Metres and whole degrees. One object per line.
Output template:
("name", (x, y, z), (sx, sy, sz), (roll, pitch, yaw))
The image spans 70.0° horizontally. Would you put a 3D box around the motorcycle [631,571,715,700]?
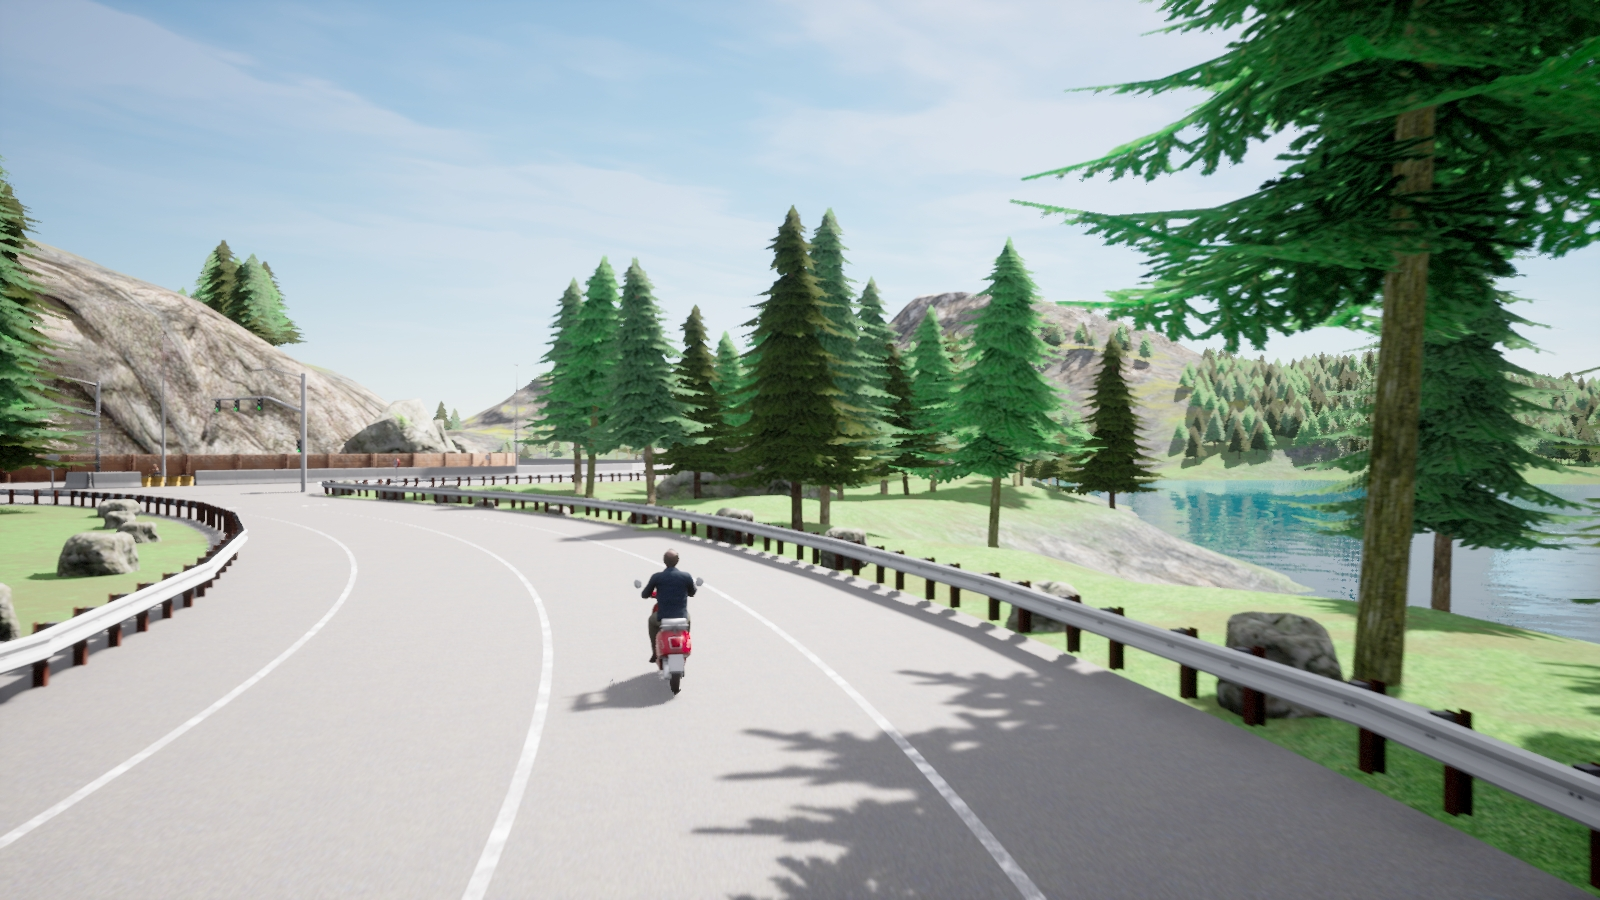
("motorcycle", (-1.561, 2.182, 13.761), (0.856, 1.236, 1.805), (0, 0, -11))
